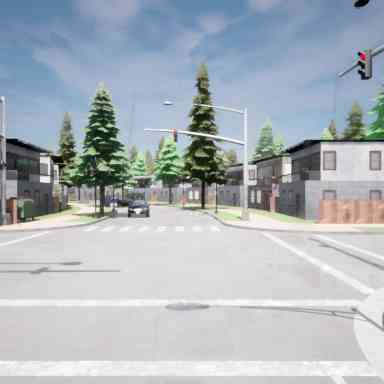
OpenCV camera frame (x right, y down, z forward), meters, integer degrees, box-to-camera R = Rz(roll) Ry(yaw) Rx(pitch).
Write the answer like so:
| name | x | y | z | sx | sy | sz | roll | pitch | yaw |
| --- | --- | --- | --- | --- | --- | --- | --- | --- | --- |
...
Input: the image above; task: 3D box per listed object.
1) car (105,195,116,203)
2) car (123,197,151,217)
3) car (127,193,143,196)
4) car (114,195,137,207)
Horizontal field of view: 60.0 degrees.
| name | x | y | z | sx | sy | sz | roll | pitch | yaw |
| --- | --- | --- | --- | --- | --- | --- | --- | --- | --- |
| car | -16.518 | 1.318 | 66.760 | 2.097 | 1.767 | 4.553 | 0 | 0 | -45 |
| car | -4.844 | 1.457 | 30.545 | 2.128 | 1.511 | 4.902 | 0 | 0 | -7 |
| car | -10.401 | 1.187 | 58.418 | 2.150 | 2.045 | 5.566 | 0 | 0 | -36 |
| car | -9.849 | 1.566 | 49.292 | 1.895 | 1.301 | 4.718 | 0 | 0 | -24 |
